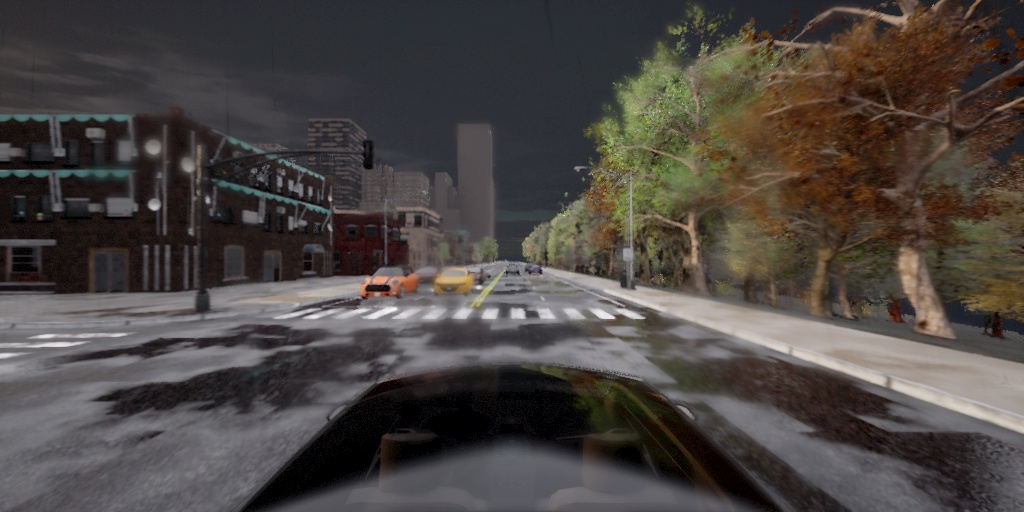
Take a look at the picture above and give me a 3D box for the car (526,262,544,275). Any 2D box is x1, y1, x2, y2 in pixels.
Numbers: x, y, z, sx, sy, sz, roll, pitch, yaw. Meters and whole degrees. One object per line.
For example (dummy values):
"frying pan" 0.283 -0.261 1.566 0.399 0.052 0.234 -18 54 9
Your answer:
"car" 3.348 1.913 51.531 1.812 1.442 4.674 0 -1 0

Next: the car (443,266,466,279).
"car" -6.591 1.860 41.534 1.895 1.301 4.718 0 -1 0

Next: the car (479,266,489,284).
"car" -3.352 1.657 31.483 1.812 1.442 4.674 0 -1 0

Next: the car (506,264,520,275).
"car" 0.090 1.952 51.567 1.994 1.385 4.181 0 -1 0

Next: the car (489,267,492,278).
"car" -3.341 1.859 41.408 1.895 1.301 4.718 0 -1 0

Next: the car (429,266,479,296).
"car" -3.351 1.483 21.593 1.882 1.535 5.008 0 -1 0

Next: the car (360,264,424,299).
"car" -6.601 1.334 19.804 2.097 1.767 4.553 0 -1 0

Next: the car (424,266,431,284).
"car" -6.601 1.575 28.815 1.882 1.535 5.008 0 -1 0
